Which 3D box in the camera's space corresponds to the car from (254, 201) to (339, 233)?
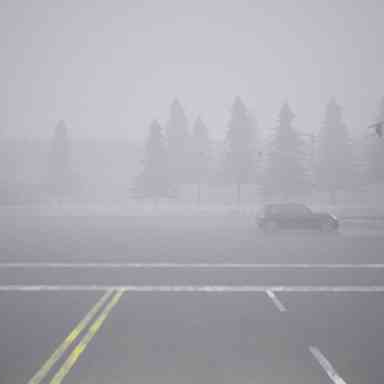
[{"bbox_3d":[5.934,1.374,19.113,4.553,1.767,2.097,0,0,0],"label":"car"}]
